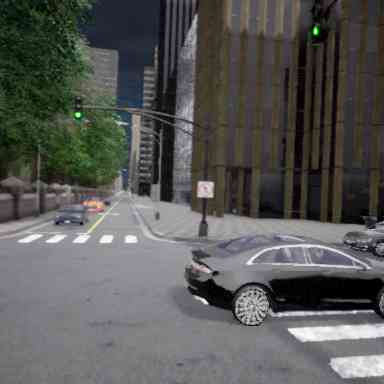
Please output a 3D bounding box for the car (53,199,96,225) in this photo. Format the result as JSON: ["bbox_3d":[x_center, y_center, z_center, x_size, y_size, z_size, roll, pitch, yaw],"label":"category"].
[{"bbox_3d":[-8.300,1.483,23.452,2.033,1.411,5.357,2,-1,-11],"label":"car"}]

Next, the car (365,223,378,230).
[{"bbox_3d":[8.575,1.916,14.044,4.403,1.369,2.008,2,0,-11],"label":"car"}]

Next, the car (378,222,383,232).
[{"bbox_3d":[9.263,1.770,11.460,4.553,1.767,2.097,2,1,-11],"label":"car"}]

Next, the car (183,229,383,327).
[{"bbox_3d":[2.268,1.683,6.974,4.902,1.511,2.128,2,0,-11],"label":"car"}]

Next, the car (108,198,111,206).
[{"bbox_3d":[-14.823,1.700,56.868,1.895,1.301,4.718,2,-1,-11],"label":"car"}]

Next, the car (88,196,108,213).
[{"bbox_3d":[-11.102,1.345,37.686,2.097,1.767,4.553,2,-1,-11],"label":"car"}]
